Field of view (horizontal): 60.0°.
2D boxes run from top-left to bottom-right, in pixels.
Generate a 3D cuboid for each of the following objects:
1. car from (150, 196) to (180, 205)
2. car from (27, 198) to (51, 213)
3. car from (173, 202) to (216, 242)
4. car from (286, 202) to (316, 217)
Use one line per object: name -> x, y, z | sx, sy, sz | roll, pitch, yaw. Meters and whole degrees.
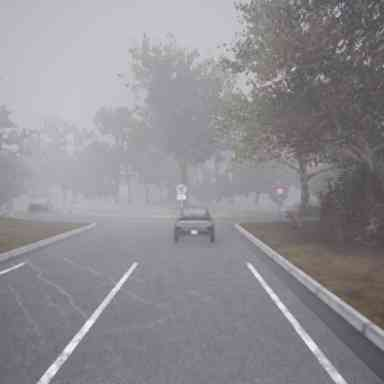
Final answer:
car -> -4.471, 1.467, 57.318 | 5.357, 1.411, 2.033 | 0, 0, -10
car -> -16.510, 1.426, 36.113 | 1.882, 1.535, 5.008 | -1, 0, -16
car -> 0.130, 1.467, 16.255 | 2.128, 1.511, 4.902 | 0, 0, 1
car -> 10.734, 1.558, 30.861 | 4.718, 1.301, 1.895 | 0, 0, -44
